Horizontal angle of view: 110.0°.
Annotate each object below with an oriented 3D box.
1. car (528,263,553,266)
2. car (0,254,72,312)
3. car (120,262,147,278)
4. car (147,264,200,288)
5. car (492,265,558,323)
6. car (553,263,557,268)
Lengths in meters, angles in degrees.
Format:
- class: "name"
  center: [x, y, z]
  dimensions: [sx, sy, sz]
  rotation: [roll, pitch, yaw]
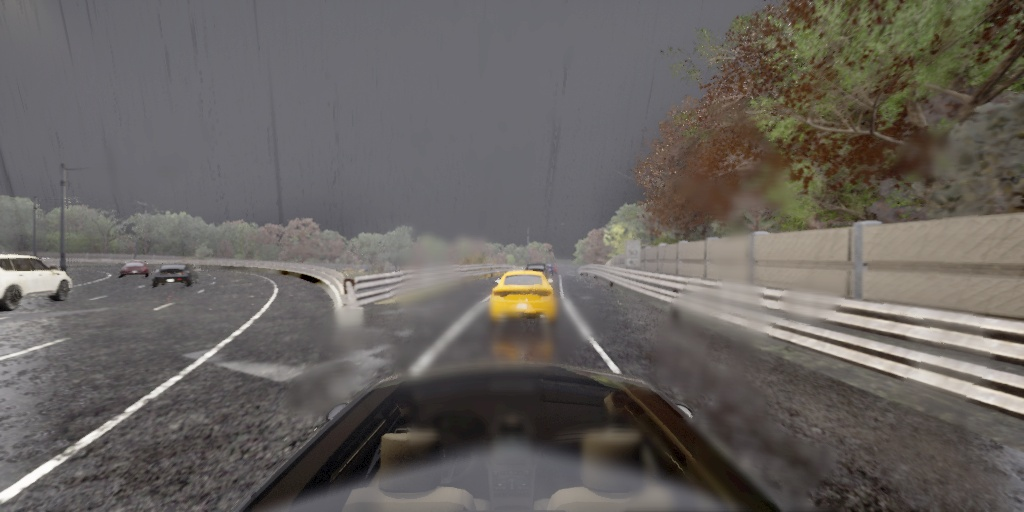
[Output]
- class: "car"
  center: [1.809, 1.294, 25.781]
  dimensions: [1.837, 1.490, 4.892]
  rotation: [0, 0, 7]
- class: "car"
  center: [-19.424, 0.945, 13.525]
  dimensions: [2.150, 2.045, 5.566]
  rotation: [0, 0, -31]
- class: "car"
  center: [-35.679, 1.242, 34.002]
  dimensions: [1.812, 1.442, 4.674]
  rotation: [0, 0, -45]
- class: "car"
  center: [-22.154, 1.236, 23.724]
  dimensions: [1.837, 1.490, 4.892]
  rotation: [0, 0, -36]
- class: "car"
  center: [0.434, 1.243, 12.316]
  dimensions: [1.882, 1.535, 5.008]
  rotation: [0, 0, 3]
- class: "car"
  center: [4.108, 1.603, 42.654]
  dimensions: [1.882, 1.535, 5.008]
  rotation: [0, -2, 8]
